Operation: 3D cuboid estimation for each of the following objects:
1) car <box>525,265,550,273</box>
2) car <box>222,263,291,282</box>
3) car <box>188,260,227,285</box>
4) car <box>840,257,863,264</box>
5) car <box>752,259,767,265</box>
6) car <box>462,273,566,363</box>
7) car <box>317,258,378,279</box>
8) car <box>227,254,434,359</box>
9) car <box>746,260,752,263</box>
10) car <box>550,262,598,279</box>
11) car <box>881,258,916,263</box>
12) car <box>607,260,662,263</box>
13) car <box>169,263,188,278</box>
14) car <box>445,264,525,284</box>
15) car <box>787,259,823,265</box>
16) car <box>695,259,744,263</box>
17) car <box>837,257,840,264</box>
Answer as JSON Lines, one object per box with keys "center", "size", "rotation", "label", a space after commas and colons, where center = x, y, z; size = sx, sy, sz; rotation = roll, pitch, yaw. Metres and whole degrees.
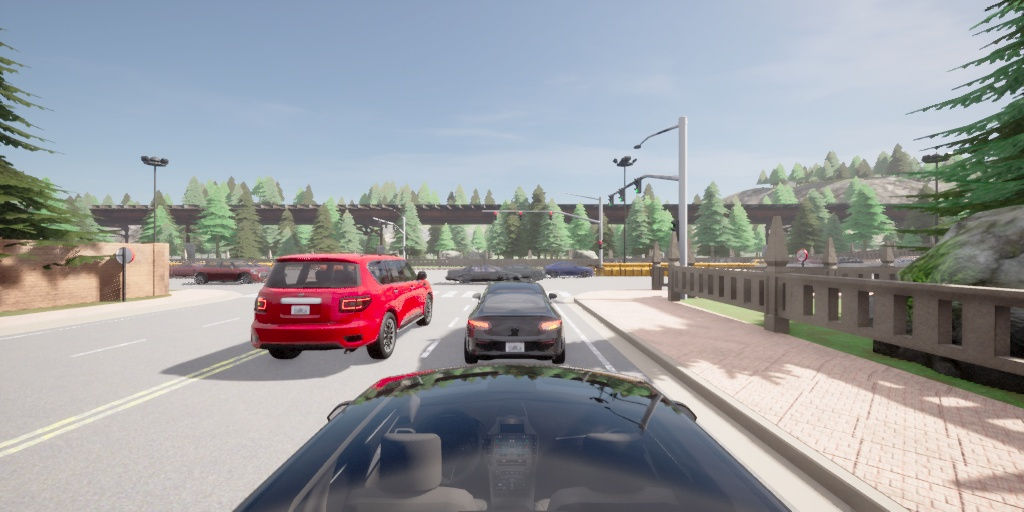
{"center": [0.651, 1.314, 28.972], "size": [4.181, 1.385, 1.994], "rotation": [0, 0, 0], "label": "car"}
{"center": [-20.626, 1.314, 29.064], "size": [4.181, 1.385, 1.994], "rotation": [0, 0, 0], "label": "car"}
{"center": [-19.686, 1.102, 25.561], "size": [4.553, 1.767, 2.097], "rotation": [0, 0, 0], "label": "car"}
{"center": [42.531, 0.904, 46.547], "size": [4.892, 1.490, 1.837], "rotation": [-4, 0, 0], "label": "car"}
{"center": [31.736, 1.210, 46.566], "size": [5.008, 1.535, 1.882], "rotation": [-1, 0, 0], "label": "car"}
{"center": [0.061, 1.276, 7.969], "size": [1.812, 1.442, 4.674], "rotation": [0, 0, 0], "label": "car"}
{"center": [-14.866, 1.101, 32.540], "size": [4.553, 1.767, 2.097], "rotation": [0, 0, 0], "label": "car"}
{"center": [-3.441, 0.971, 8.520], "size": [2.150, 2.045, 5.566], "rotation": [0, 0, 0], "label": "car"}
{"center": [25.529, 1.102, 43.076], "size": [4.553, 1.767, 2.097], "rotation": [0, 0, 0], "label": "car"}
{"center": [5.011, 1.275, 32.453], "size": [4.674, 1.442, 1.812], "rotation": [0, 0, 0], "label": "car"}
{"center": [42.732, 0.941, 39.544], "size": [5.357, 1.411, 2.033], "rotation": [-3, 0, 0], "label": "car"}
{"center": [13.404, 1.228, 39.618], "size": [5.008, 1.535, 1.882], "rotation": [0, 0, 0], "label": "car"}
{"center": [-28.948, 1.314, 32.601], "size": [4.181, 1.385, 1.994], "rotation": [0, 0, 0], "label": "car"}
{"center": [-1.965, 1.297, 25.484], "size": [5.357, 1.411, 2.033], "rotation": [0, 0, 0], "label": "car"}
{"center": [31.413, 1.337, 39.568], "size": [4.718, 1.301, 1.895], "rotation": [0, 0, 0], "label": "car"}
{"center": [22.425, 1.102, 39.584], "size": [4.553, 1.767, 2.097], "rotation": [0, 0, 0], "label": "car"}
{"center": [35.678, 1.141, 43.064], "size": [5.008, 1.535, 1.882], "rotation": [-1, 0, 0], "label": "car"}
